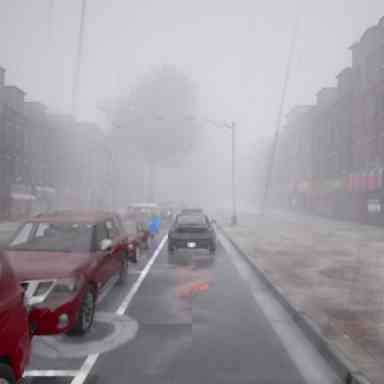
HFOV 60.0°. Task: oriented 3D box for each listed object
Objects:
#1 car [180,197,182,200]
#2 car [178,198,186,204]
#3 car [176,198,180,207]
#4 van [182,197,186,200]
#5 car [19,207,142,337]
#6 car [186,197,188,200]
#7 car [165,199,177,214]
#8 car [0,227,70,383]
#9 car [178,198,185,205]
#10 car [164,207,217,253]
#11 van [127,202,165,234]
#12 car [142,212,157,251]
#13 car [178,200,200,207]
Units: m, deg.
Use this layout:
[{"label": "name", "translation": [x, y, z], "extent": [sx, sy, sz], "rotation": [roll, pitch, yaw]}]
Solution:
[{"label": "car", "translation": [-3.044, 2.004, 53.651], "extent": [1.882, 1.535, 5.008], "rotation": [0, -1, 0]}, {"label": "car", "translation": [-2.668, 2.475, 90.011], "extent": [1.887, 1.381, 4.507], "rotation": [2, -1, 0]}, {"label": "car", "translation": [-3.051, 1.913, 46.839], "extent": [1.801, 1.575, 5.366], "rotation": [0, -1, 0]}, {"label": "van", "translation": [-2.650, 2.022, 67.874], "extent": [1.690, 1.788, 3.998], "rotation": [2, -1, 0]}, {"label": "car", "translation": [-2.614, 1.383, 6.990], "extent": [2.192, 1.841, 5.009], "rotation": [2, -1, 0]}, {"label": "car", "translation": [-2.663, 2.370, 78.941], "extent": [1.947, 1.339, 4.313], "rotation": [2, -1, 0]}, {"label": "car", "translation": [-2.630, 1.720, 29.129], "extent": [1.967, 1.590, 4.097], "rotation": [2, -1, 0]}, {"label": "car", "translation": [-2.611, 1.330, 1.455], "extent": [2.192, 1.841, 5.009], "rotation": [2, -1, 0]}, {"label": "car", "translation": [-2.665, 2.390, 84.307], "extent": [1.752, 1.417, 4.829], "rotation": [2, -1, 0]}, {"label": "car", "translation": [-0.003, 1.646, 14.326], "extent": [1.837, 1.490, 4.892], "rotation": [0, 0, 0]}, {"label": "van", "translation": [-2.621, 1.515, 18.060], "extent": [1.690, 1.788, 3.998], "rotation": [2, -1, 0]}, {"label": "car", "translation": [-2.624, 1.665, 12.523], "extent": [1.887, 1.381, 4.507], "rotation": [2, -1, 0]}, {"label": "car", "translation": [-0.009, 1.761, 29.492], "extent": [1.882, 1.535, 5.008], "rotation": [0, 0, 0]}]
